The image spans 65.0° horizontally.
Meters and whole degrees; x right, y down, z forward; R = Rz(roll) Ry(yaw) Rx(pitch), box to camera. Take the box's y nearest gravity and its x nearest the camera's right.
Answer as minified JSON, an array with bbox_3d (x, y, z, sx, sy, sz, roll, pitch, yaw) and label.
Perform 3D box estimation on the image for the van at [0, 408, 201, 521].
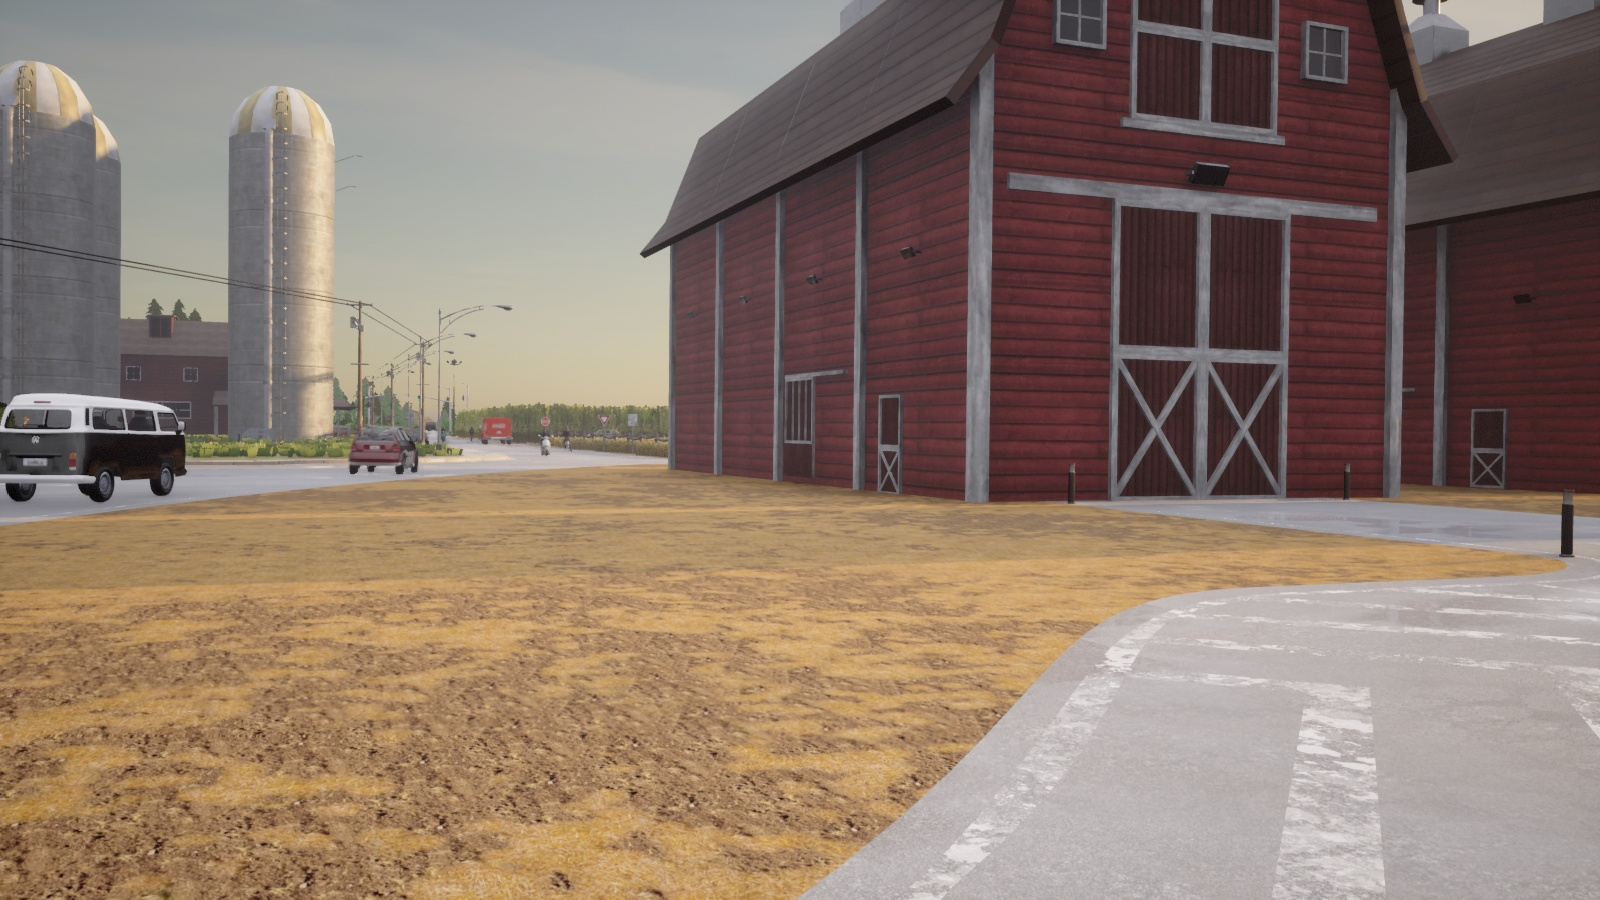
[{"bbox_3d":[-14.063,0.251,25.133,2.069,2.038,4.480,-1,0,-2],"label":"van"}]

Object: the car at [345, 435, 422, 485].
[{"bbox_3d":[-13.734,0.294,41.585,1.789,1.549,3.705,0,1,-8],"label":"car"}]

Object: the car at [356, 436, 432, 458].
[{"bbox_3d":[-29.656,-0.236,91.835,4.792,1.488,2.163,-1,1,-39],"label":"car"}]
